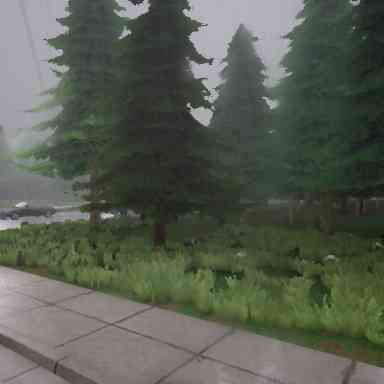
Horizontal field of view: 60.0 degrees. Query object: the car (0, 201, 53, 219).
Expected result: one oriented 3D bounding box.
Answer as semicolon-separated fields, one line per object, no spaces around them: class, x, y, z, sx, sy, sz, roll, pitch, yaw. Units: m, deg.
car;-13.750;1.499;27.942;1.812;1.442;4.674;0;0;34
